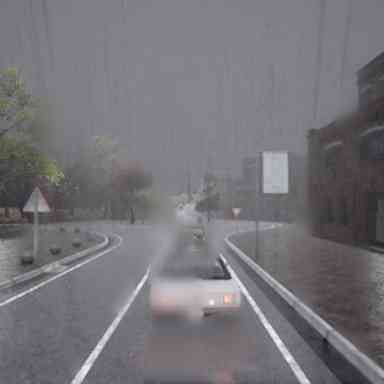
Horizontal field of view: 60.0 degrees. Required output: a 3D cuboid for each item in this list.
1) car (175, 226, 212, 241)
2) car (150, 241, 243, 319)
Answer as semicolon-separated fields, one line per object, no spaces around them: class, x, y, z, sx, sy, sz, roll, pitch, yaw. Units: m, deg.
car;0.090;2.702;19.115;1.837;1.490;4.892;0;-3;2
car;0.062;2.272;8.872;1.895;1.301;4.718;0;-3;-1
